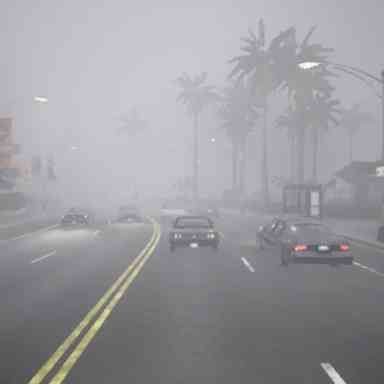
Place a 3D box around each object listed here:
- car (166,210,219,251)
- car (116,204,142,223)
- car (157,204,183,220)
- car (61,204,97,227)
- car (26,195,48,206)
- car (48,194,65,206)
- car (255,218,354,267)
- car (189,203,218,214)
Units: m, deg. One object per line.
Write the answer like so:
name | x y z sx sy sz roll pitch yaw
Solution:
car | 0.016 1.666 14.395 1.895 1.301 4.718 0 0 -2
car | -5.142 1.670 27.216 2.033 1.411 5.357 0 0 -12
car | -1.965 1.736 29.799 1.895 1.301 4.718 0 0 -13
car | -8.131 1.708 24.138 1.895 1.301 4.718 0 0 -10
car | -29.511 1.507 61.140 5.566 2.045 2.150 0 0 33
car | -26.074 1.731 63.066 4.902 1.511 2.128 0 0 36
car | 3.585 1.602 11.653 2.033 1.411 5.357 0 0 -1
car | 1.049 1.709 31.884 1.994 1.385 4.181 0 0 -14
